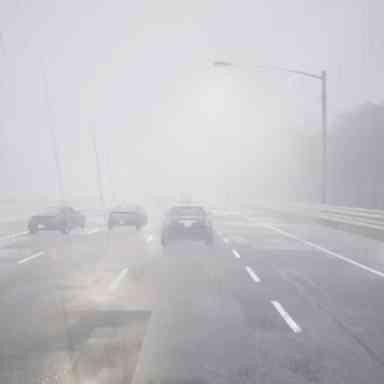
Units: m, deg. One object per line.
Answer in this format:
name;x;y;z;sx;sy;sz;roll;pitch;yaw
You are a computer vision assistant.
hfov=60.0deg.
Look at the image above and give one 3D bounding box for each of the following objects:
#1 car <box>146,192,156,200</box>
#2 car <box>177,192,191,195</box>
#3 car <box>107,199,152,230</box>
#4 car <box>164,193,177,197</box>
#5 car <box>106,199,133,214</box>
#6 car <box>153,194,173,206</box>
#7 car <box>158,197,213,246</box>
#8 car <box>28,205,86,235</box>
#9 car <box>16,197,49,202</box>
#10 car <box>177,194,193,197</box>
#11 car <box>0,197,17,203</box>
car;-8.201;1.081;68.276;2.150;2.045;5.566;0;0;-1
car;-1.013;1.110;58.363;2.150;2.045;5.566;0;0;-1
car;-3.802;1.428;20.293;2.128;1.511;4.902;0;0;-1
car;-4.720;1.345;69.259;1.882;1.535;5.008;0;0;-1
car;-7.579;1.500;35.241;1.895;1.301;4.718;0;0;-1
car;-4.385;1.435;51.256;2.033;1.411;5.357;0;0;-1
car;-0.213;1.309;15.277;2.097;1.767;4.553;0;0;-1
car;-7.268;1.458;18.236;1.812;1.442;4.674;0;0;-1
car;-18.228;1.412;39.590;2.033;1.411;5.357;0;0;-1
car;-0.710;1.386;42.317;1.882;1.535;5.008;0;0;-1
car;-21.731;1.347;39.513;2.128;1.511;4.902;0;0;-1
